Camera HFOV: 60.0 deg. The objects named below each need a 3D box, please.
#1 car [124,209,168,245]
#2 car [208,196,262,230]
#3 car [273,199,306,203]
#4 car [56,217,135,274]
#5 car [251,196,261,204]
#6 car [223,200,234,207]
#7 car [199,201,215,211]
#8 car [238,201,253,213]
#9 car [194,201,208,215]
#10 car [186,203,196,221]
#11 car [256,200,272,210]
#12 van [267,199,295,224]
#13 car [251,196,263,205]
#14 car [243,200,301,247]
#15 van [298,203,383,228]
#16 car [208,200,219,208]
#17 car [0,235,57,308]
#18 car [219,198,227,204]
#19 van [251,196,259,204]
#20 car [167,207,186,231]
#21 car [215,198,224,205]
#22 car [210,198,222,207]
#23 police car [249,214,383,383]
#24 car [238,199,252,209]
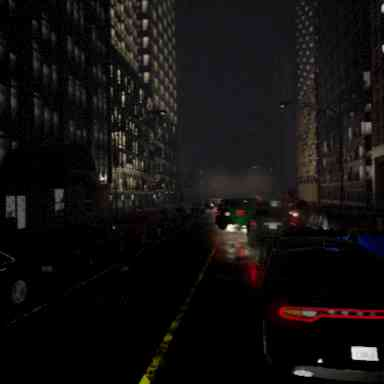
[{"bbox_3d":[-2.846,1.807,17.018,1.887,1.381,4.507,-2,-1,9],"label":"car"},{"bbox_3d":[3.551,1.390,22.160,2.150,2.045,5.566,-3,-1,32],"label":"car"},{"bbox_3d":[6.288,1.412,21.373,2.192,1.841,5.009,-2,-1,9],"label":"car"},{"bbox_3d":[-3.705,1.784,11.399,1.947,1.339,4.313,-2,-1,9],"label":"car"},{"bbox_3d":[14.887,1.846,77.554,2.192,1.841,5.009,-2,-1,9],"label":"car"},{"bbox_3d":[7.178,2.167,64.662,1.895,1.301,4.718,-1,-1,9],"label":"car"},{"bbox_3d":[2.313,2.074,50.726,2.008,1.369,4.403,-2,-1,9],"label":"car"},{"bbox_3d":[6.981,1.932,43.435,1.895,1.301,4.718,-1,-1,9],"label":"car"},{"bbox_3d":[0.594,1.988,39.490,2.008,1.369,4.403,-2,-1,9],"label":"car"},{"bbox_3d":[-1.125,1.932,28.253,1.802,1.307,4.206,-2,-1,9],"label":"car"},{"bbox_3d":[10.595,1.865,49.460,2.008,1.369,4.403,-2,-1,9],"label":"car"},{"bbox_3d":[7.149,1.481,26.991,1.690,1.788,3.998,-2,-1,9],"label":"van"},{"bbox_3d":[14.027,1.802,71.936,2.192,1.841,5.009,-2,-1,9],"label":"car"},{"bbox_3d":[3.613,1.445,15.661,2.097,1.767,4.553,-1,-1,9],"label":"car"},{"bbox_3d":[4.570,1.350,10.136,1.690,1.788,3.998,-2,-1,9],"label":"van"},{"bbox_3d":[4.034,2.192,61.962,1.802,1.307,4.206,-2,-1,9],"label":"car"},{"bbox_3d":[-4.565,1.726,5.782,2.008,1.369,4.403,-2,-1,9],"label":"car"},{"bbox_3d":[8.332,2.391,90.053,1.947,1.339,4.313,-2,-1,9],"label":"car"},{"bbox_3d":[15.747,1.914,83.171,1.690,1.788,3.998,-2,-1,9],"label":"van"},{"bbox_3d":[-1.986,1.857,22.636,2.008,1.369,4.403,-2,-1,9],"label":"car"},{"bbox_3d":[6.586,2.264,78.649,1.752,1.417,4.829,-2,-1,9],"label":"car"},{"bbox_3d":[4.889,2.094,67.581,1.967,1.590,4.097,-2,-1,9],"label":"car"},{"bbox_3d":[2.124,1.444,5.913,1.930,1.638,5.238,-1,-1,9],"label":"police car"},{"bbox_3d":[8.937,1.923,56.362,2.128,1.511,4.902,-1,-1,9],"label":"car"}]
